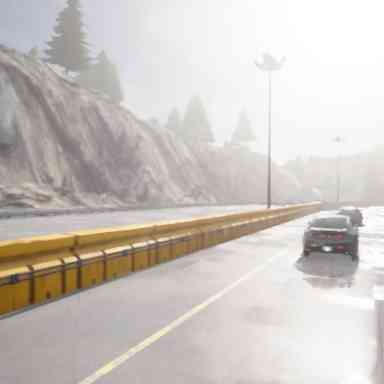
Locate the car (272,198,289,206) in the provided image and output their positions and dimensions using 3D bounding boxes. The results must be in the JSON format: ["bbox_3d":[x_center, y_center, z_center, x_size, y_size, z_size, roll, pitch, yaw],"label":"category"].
[{"bbox_3d":[18.758,2.089,67.357,1.837,1.490,4.892,0,0,40],"label":"car"}]

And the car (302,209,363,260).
[{"bbox_3d":[5.652,1.642,13.254,1.837,1.490,4.892,0,0,28],"label":"car"}]

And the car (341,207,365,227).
[{"bbox_3d":[12.584,1.849,26.573,1.994,1.385,4.181,0,0,28],"label":"car"}]

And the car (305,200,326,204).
[{"bbox_3d":[23.757,2.156,62.434,2.033,1.411,5.357,0,0,40],"label":"car"}]

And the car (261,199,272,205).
[{"bbox_3d":[16.275,2.103,69.834,1.812,1.442,4.674,0,0,40],"label":"car"}]

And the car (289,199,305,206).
[{"bbox_3d":[21.238,2.197,64.874,1.895,1.301,4.718,0,0,40],"label":"car"}]
